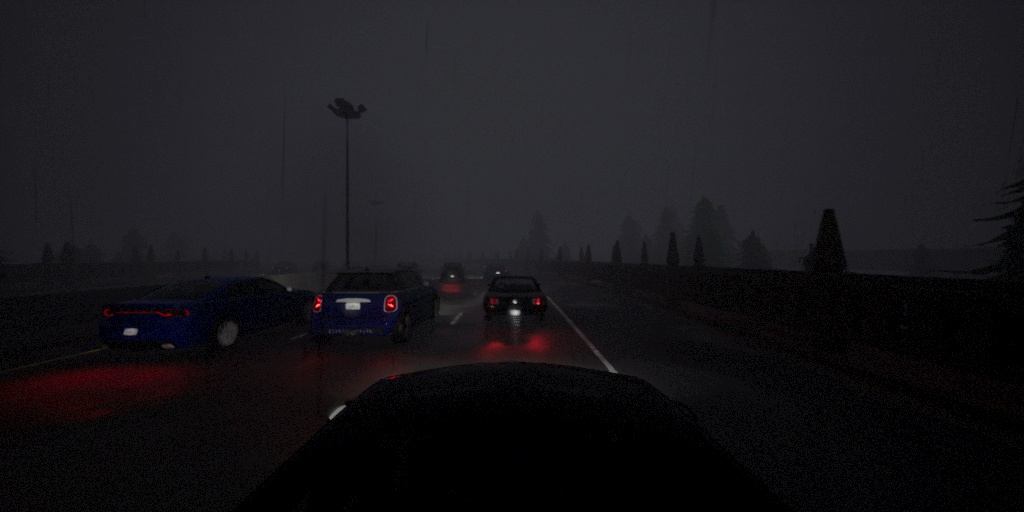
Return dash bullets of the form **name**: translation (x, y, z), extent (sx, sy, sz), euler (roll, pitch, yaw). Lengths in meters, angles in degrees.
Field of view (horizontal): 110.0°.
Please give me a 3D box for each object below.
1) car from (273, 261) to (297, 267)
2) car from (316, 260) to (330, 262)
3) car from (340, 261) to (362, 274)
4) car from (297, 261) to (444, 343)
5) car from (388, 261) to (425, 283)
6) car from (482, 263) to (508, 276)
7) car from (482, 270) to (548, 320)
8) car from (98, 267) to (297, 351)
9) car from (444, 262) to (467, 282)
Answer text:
- **car**: translation (-25.785, 1.279, 40.779), extent (1.812, 1.442, 4.674), euler (0, 0, -19)
- **car**: translation (-23.233, 1.259, 44.045), extent (1.837, 1.490, 4.892), euler (0, -1, -20)
- **car**: translation (-19.086, 1.305, 42.710), extent (1.994, 1.385, 4.181), euler (0, 0, -19)
- **car**: translation (-3.404, 1.088, 9.797), extent (2.097, 1.767, 4.553), euler (0, 0, 0)
- **car**: translation (-8.241, 1.210, 28.436), extent (2.128, 1.511, 4.902), euler (0, 0, -9)
- **car**: translation (-1.391, 1.277, 29.803), extent (1.994, 1.385, 4.181), euler (0, 0, -9)
- **car**: translation (0.065, 1.332, 12.504), extent (1.895, 1.301, 4.718), euler (0, 0, -1)
- **car**: translation (-6.903, 1.215, 8.962), extent (1.882, 1.535, 5.008), euler (0, 0, 0)
- **car**: translation (-4.728, 1.221, 28.653), extent (1.837, 1.490, 4.892), euler (0, 0, -9)
